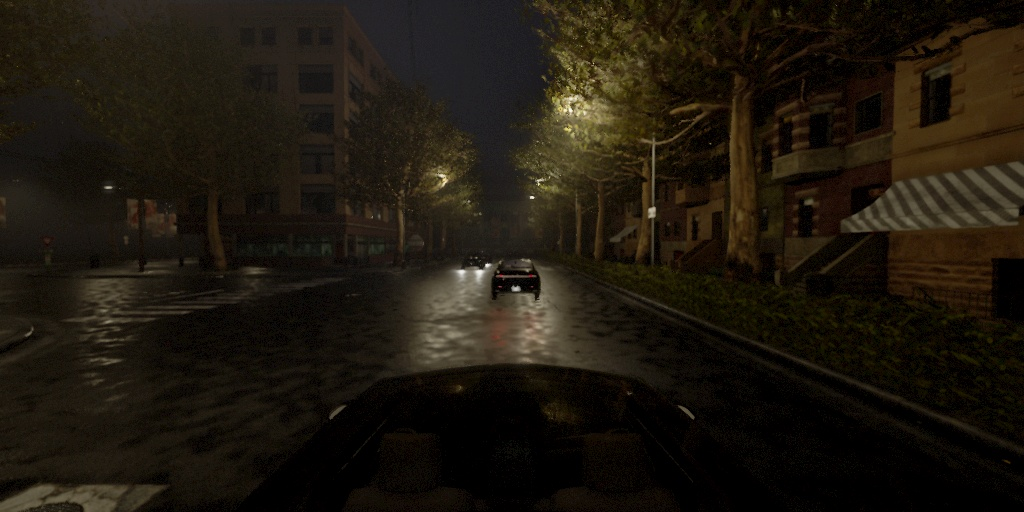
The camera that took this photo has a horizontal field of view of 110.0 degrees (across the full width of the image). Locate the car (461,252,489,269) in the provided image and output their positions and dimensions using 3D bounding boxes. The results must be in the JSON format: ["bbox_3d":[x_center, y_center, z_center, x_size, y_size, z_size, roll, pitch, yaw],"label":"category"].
[{"bbox_3d":[-3.470,0.382,33.073,1.837,1.490,4.892,0,2,1],"label":"car"}]

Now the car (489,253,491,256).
[{"bbox_3d":[-3.389,0.166,42.958,1.994,1.385,4.181,0,2,1],"label":"car"}]

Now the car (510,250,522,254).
[{"bbox_3d":[0.642,-0.450,64.449,2.033,1.411,5.357,0,2,7],"label":"car"}]

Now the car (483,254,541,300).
[{"bbox_3d":[0.158,0.872,14.985,2.128,1.511,4.902,0,2,0],"label":"car"}]
